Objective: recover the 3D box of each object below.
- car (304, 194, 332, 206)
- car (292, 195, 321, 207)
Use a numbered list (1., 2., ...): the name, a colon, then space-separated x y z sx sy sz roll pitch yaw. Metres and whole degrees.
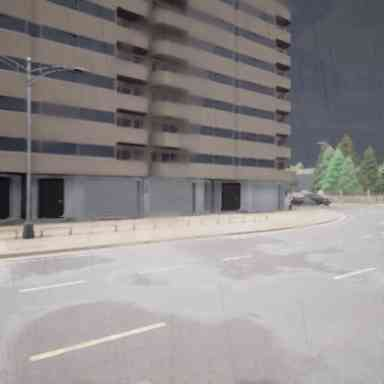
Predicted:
1. car: 20.628 1.298 55.267 2.150 2.045 5.566 0 0 -18
2. car: 17.709 1.576 52.668 1.837 1.490 4.892 0 0 -16
